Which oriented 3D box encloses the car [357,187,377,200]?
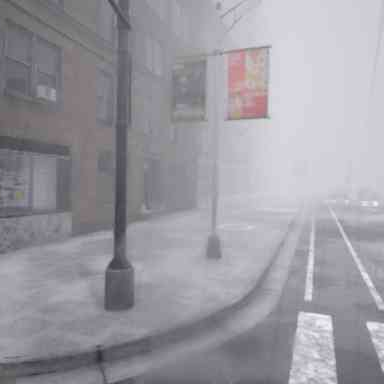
[{"bbox_3d":[21.964,0.196,41.853,2.128,1.511,4.902,2,2,20],"label":"car"}]

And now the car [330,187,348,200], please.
[{"bbox_3d":[18.917,0.146,42.984,1.812,1.442,4.674,2,2,20],"label":"car"}]
